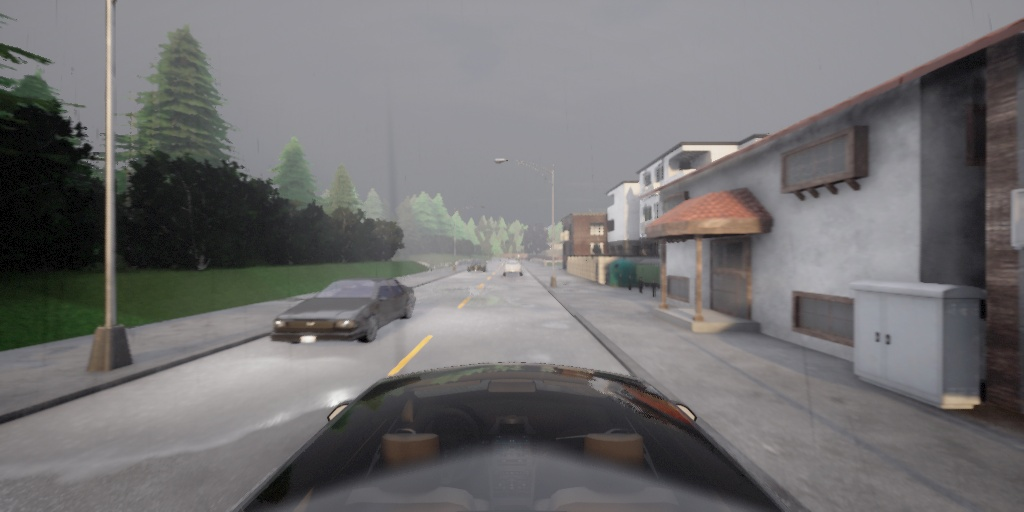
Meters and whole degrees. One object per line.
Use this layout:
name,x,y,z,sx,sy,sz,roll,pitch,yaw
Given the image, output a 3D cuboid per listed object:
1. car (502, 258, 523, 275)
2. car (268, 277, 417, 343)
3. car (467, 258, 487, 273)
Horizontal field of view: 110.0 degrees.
car,0.076,1.236,37.828,1.812,1.442,4.674,0,0,0
car,-4.102,1.288,9.886,2.033,1.411,5.357,0,0,0
car,-4.111,1.057,42.939,2.097,1.767,4.553,0,0,0
